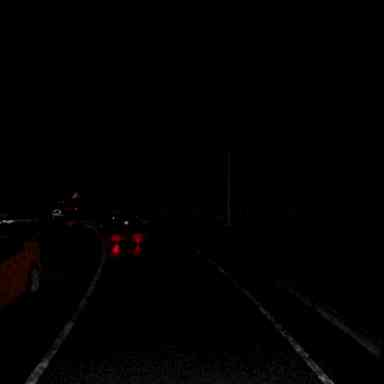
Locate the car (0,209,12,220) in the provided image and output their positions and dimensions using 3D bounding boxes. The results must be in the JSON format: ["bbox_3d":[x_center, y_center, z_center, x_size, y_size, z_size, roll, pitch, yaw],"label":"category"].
[{"bbox_3d":[-25.708,3.039,44.085,4.902,1.511,2.128,-5,-1,39],"label":"car"}]

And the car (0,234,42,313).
[{"bbox_3d":[-4.213,1.531,5.829,1.882,1.535,5.008,0,0,-8],"label":"car"}]

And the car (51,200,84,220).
[{"bbox_3d":[-14.217,2.014,37.915,2.150,2.045,5.566,-2,-1,-39],"label":"car"}]

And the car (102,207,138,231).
[{"bbox_3d":[-4.926,1.763,22.623,1.812,1.442,4.674,-1,-1,-22],"label":"car"}]
